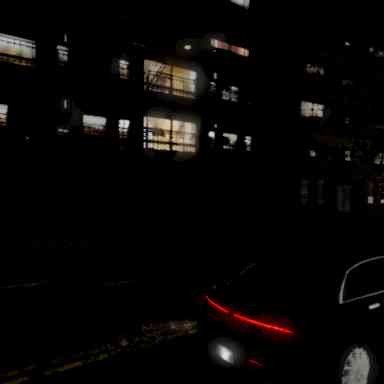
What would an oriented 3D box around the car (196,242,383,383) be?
[{"bbox_3d":[2.347,1.530,5.026,4.892,1.490,1.837,0,0,-35],"label":"car"}]
